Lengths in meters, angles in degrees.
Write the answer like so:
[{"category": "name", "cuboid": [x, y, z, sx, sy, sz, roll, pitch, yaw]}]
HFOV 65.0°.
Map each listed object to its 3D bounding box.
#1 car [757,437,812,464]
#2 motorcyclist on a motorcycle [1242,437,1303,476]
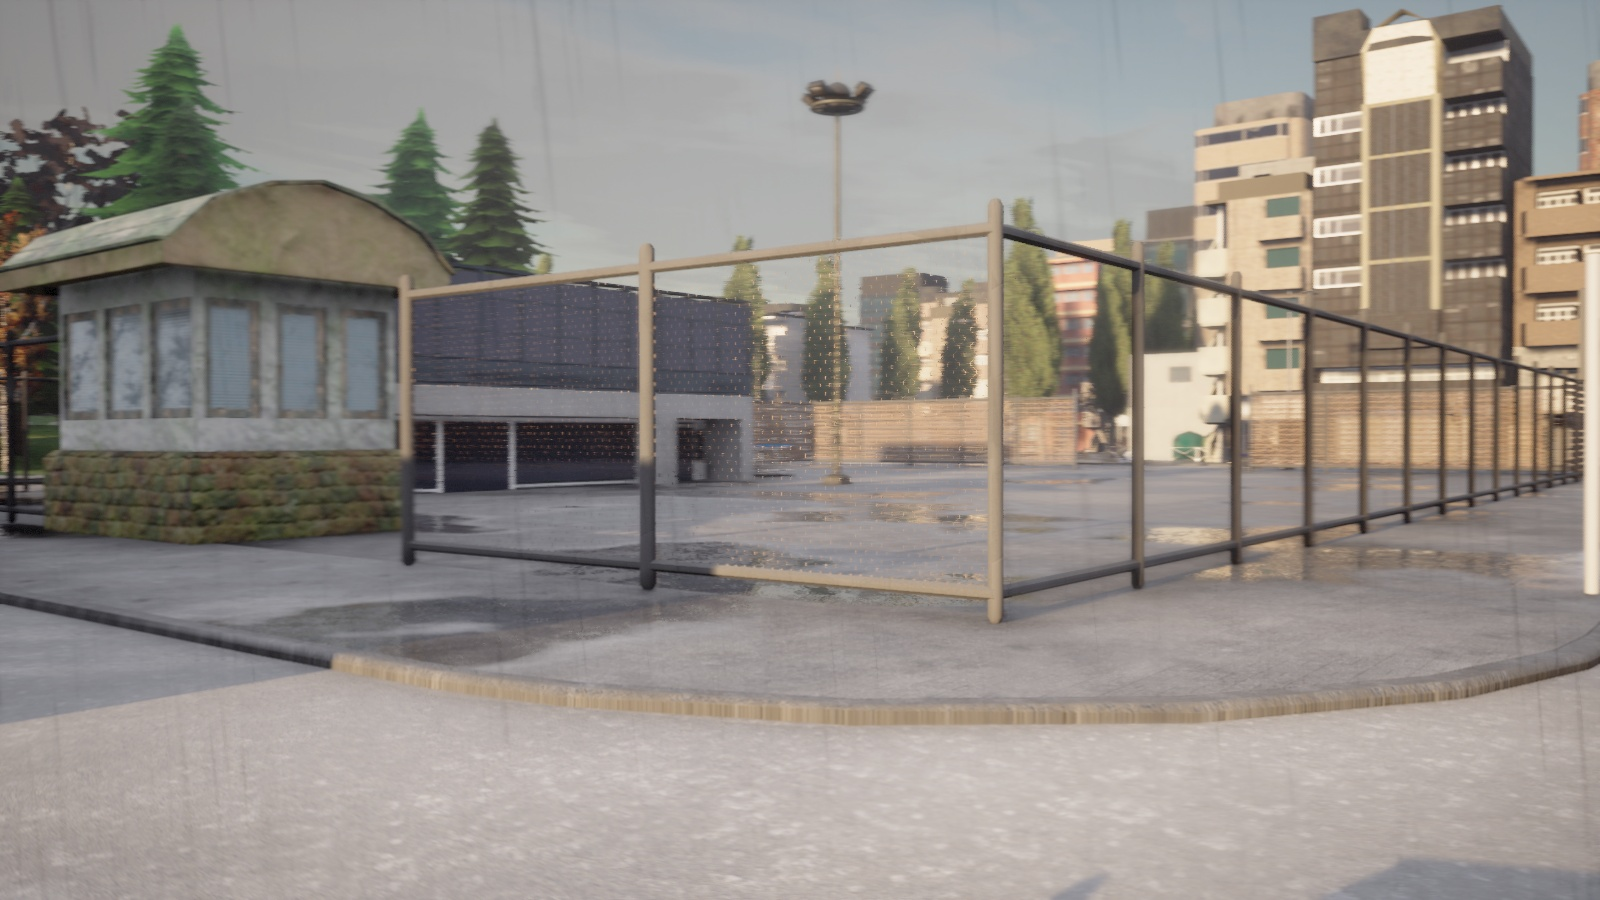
[{"category": "car", "cuboid": [-0.831, 0.003, 72.755, 1.837, 1.490, 4.892, 1, 1, 16]}, {"category": "motorcyclist on a motorcycle", "cuboid": [20.733, 0.258, 55.142, 2.350, 1.649, 0.766, 1, 1, 38]}]
